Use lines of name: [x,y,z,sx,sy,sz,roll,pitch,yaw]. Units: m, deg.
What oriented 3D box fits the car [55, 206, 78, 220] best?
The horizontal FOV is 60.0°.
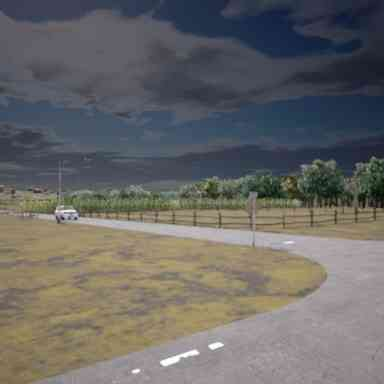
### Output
car: [-18.868,3.111,49.834,2.150,2.045,5.566,2,-3,-36]
